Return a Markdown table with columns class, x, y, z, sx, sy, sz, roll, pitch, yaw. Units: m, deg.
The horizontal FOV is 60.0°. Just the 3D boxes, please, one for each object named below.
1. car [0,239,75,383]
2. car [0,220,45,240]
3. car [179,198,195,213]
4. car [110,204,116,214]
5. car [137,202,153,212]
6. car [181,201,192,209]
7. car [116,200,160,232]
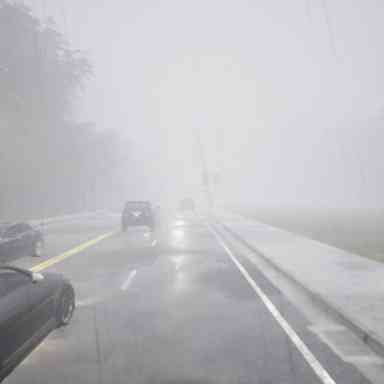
| class | x | y | z | sx | sy | sz | roll | pitch | yaw |
| --- | --- | --- | --- | --- | --- | --- | --- | --- | --- |
| car | -3.169 | 1.680 | 4.616 | 1.994 | 1.385 | 4.181 | -1 | -1 | -1 |
| car | -6.738 | 1.770 | 11.352 | 1.837 | 1.490 | 4.892 | -1 | -1 | -1 |
| car | -0.688 | 1.867 | 47.810 | 2.150 | 2.045 | 5.566 | -1 | -1 | -1 |
| car | -10.622 | 2.397 | 49.004 | 2.033 | 1.411 | 5.357 | -1 | -1 | -1 |
| car | -7.434 | 2.373 | 52.842 | 1.812 | 1.442 | 4.674 | -1 | -1 | -1 |
| car | -1.048 | 2.498 | 65.707 | 1.994 | 1.385 | 4.181 | -1 | -1 | -1 |
| car | -3.508 | 1.585 | 23.355 | 2.150 | 2.045 | 5.566 | -1 | -1 | -1 |
